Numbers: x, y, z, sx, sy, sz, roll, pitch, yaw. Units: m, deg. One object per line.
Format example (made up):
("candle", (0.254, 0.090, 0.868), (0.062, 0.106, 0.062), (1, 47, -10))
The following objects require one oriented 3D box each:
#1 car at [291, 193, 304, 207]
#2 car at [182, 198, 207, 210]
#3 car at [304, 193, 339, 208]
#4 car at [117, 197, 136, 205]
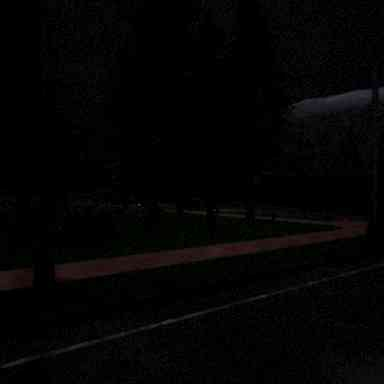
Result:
("car", (14.945, 1.044, 44.023), (3.866, 1.878, 1.905), (0, 0, -37))
("car", (0.516, 1.455, 42.397), (2.033, 1.411, 5.357), (0, 0, -37))
("car", (16.763, 1.041, 42.242), (4.605, 1.855, 1.932), (0, 0, -37))
("car", (-11.113, 1.504, 57.186), (1.994, 1.385, 4.181), (0, 0, -43))
